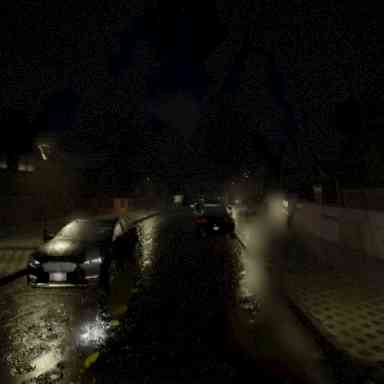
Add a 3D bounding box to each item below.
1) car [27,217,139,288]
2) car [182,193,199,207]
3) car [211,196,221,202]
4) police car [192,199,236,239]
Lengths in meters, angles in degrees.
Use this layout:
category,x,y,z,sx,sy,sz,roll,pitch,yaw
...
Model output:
category,x,y,z,sx,sy,sz,roll,pitch,yaw
car,-2.709,1.483,9.302,2.128,1.511,4.902,0,0,1
car,-0.143,1.205,50.529,2.150,2.045,5.566,0,0,6
car,5.097,1.460,70.282,1.895,1.301,4.718,0,0,8
police car,1.173,1.413,17.533,1.930,1.638,5.238,0,0,2
